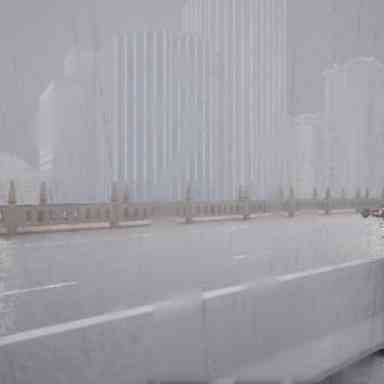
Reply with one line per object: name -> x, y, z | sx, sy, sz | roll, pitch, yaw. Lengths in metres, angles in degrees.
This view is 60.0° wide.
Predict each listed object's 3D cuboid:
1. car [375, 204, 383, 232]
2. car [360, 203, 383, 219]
car -> 11.226, 1.478, 16.105 | 5.008, 1.535, 1.882 | 0, 0, -34
car -> 16.166, 1.601, 27.876 | 4.718, 1.301, 1.895 | 0, 0, -34
